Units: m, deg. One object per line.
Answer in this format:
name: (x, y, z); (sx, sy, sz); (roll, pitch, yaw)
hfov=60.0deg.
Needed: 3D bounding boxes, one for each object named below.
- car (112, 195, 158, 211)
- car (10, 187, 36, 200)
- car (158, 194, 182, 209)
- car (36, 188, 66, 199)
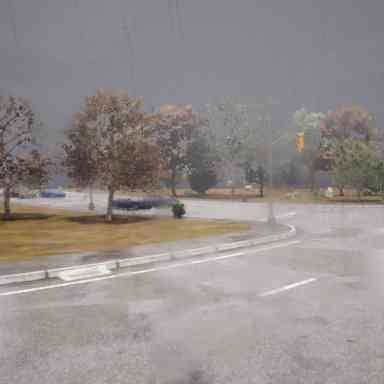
car: (-6.032, 1.157, 33.174); (4.718, 1.301, 1.895); (1, 3, 39)
car: (-24.276, 0.086, 47.888); (4.553, 1.767, 2.097); (3, 4, 39)
car: (-3.180, 0.970, 35.368); (4.892, 1.490, 1.837); (2, 3, 39)
car: (-20.736, 0.179, 49.522); (5.008, 1.535, 1.882); (3, 3, 39)
